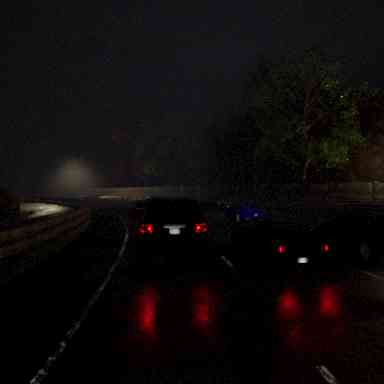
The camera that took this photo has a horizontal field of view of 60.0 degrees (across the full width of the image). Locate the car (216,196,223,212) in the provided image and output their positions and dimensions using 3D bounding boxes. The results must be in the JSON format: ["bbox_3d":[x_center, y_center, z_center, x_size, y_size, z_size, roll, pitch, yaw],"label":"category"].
[{"bbox_3d":[2.409,1.244,37.495,2.097,1.767,4.553,0,0,-33],"label":"car"}]

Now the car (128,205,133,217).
[{"bbox_3d":[-4.250,1.465,28.390,1.837,1.490,4.892,0,0,-16],"label":"car"}]

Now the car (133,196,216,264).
[{"bbox_3d":[-0.840,1.201,12.001,2.150,2.045,5.566,0,0,-8],"label":"car"}]

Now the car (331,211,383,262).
[{"bbox_3d":[6.158,1.458,11.918,1.837,1.490,4.892,0,-1,-7],"label":"car"}]

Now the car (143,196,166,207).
[{"bbox_3d":[-5.840,1.377,51.018,1.882,1.535,5.008,0,0,-28],"label":"car"}]

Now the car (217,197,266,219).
[{"bbox_3d":[3.816,1.418,25.208,1.882,1.535,5.008,0,0,-14],"label":"car"}]

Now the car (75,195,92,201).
[{"bbox_3d":[-25.665,1.479,78.497,5.357,1.411,2.033,0,0,45],"label":"car"}]

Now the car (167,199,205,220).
[{"bbox_3d":[-0.649,1.441,28.468,2.128,1.511,4.902,0,0,-15],"label":"car"}]

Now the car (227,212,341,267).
[{"bbox_3d":[2.751,1.570,11.280,1.895,1.301,4.718,0,0,-7],"label":"car"}]
